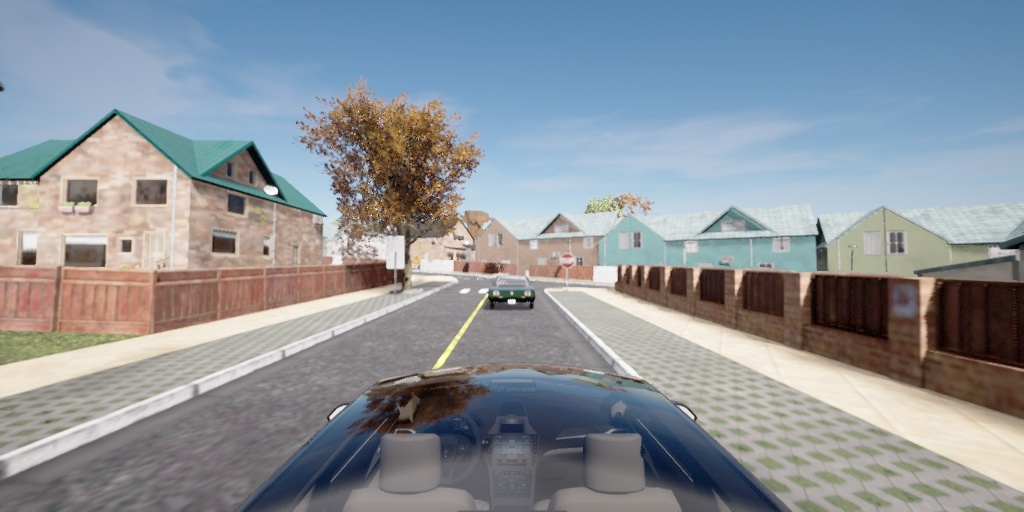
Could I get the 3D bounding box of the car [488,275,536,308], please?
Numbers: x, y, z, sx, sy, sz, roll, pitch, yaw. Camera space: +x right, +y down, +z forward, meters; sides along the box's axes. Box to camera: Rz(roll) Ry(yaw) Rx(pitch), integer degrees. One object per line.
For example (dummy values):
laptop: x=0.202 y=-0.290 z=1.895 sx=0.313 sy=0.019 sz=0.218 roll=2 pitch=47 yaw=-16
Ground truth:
car: x=0.000 y=1.487 z=15.981 sx=1.895 sy=1.301 sz=4.718 roll=0 pitch=-1 yaw=0

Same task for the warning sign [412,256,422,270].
warning sign: x=-12.287 y=0.856 z=46.116 sx=1.060 sy=1.860 sz=1.300 roll=0 pitch=0 yaw=32
